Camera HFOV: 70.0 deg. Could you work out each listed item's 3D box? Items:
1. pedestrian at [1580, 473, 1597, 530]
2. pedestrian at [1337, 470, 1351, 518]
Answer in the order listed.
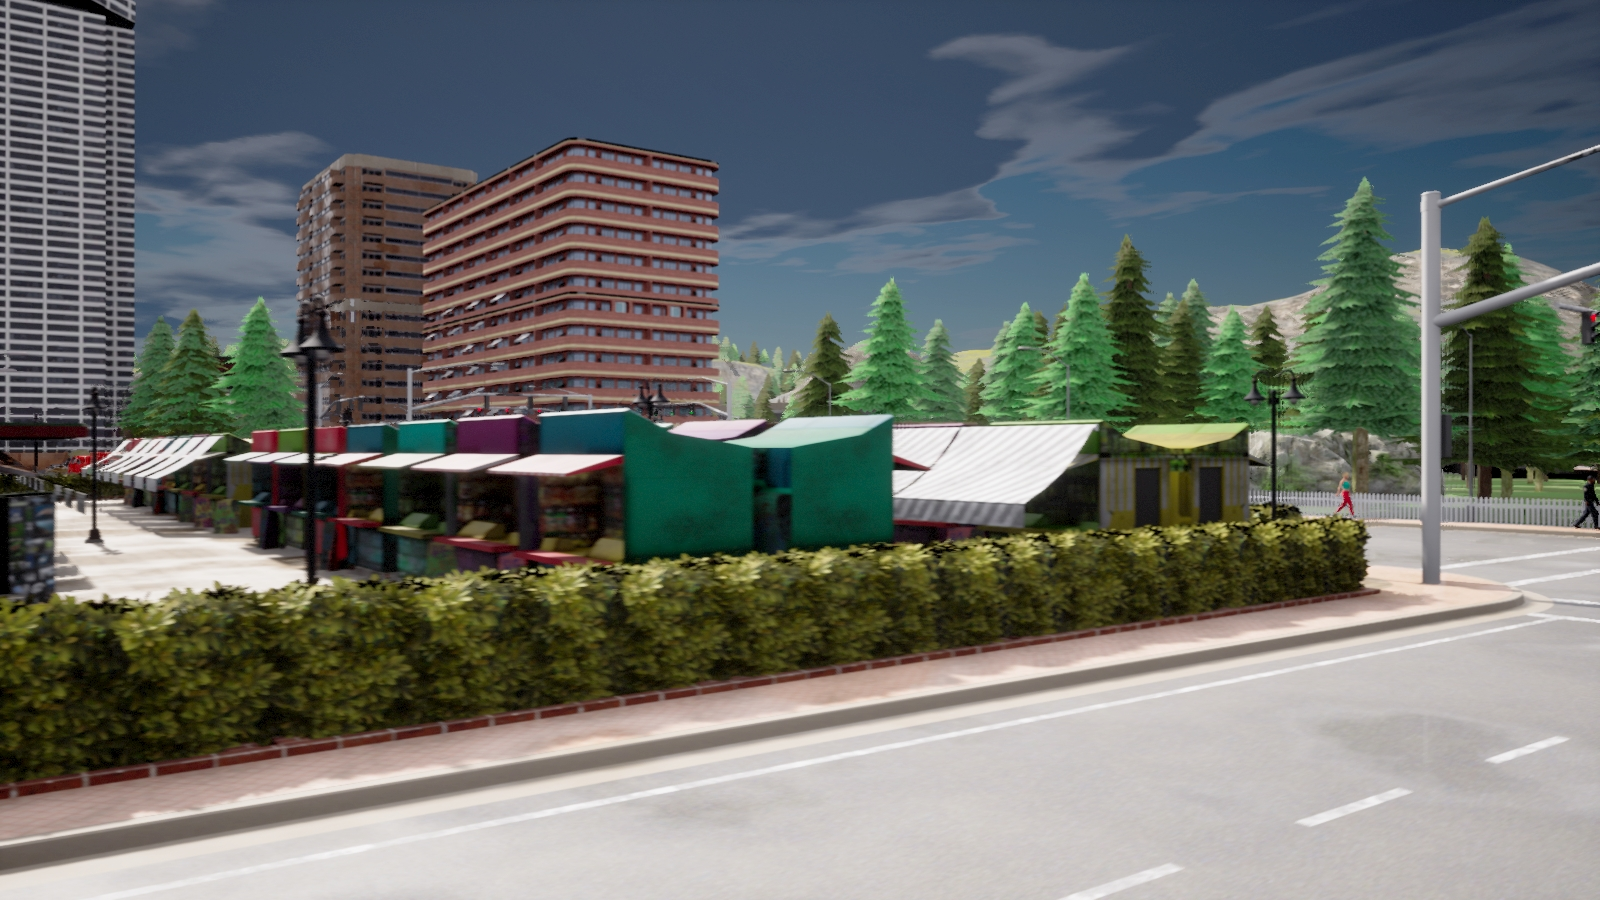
[{"bbox_3d":[26.159,1.698,37.905,0.375,1.860,0.375,0,0,-37],"label":"pedestrian"},{"bbox_3d":[21.230,1.697,44.581,0.375,1.860,0.375,0,0,-36],"label":"pedestrian"}]
